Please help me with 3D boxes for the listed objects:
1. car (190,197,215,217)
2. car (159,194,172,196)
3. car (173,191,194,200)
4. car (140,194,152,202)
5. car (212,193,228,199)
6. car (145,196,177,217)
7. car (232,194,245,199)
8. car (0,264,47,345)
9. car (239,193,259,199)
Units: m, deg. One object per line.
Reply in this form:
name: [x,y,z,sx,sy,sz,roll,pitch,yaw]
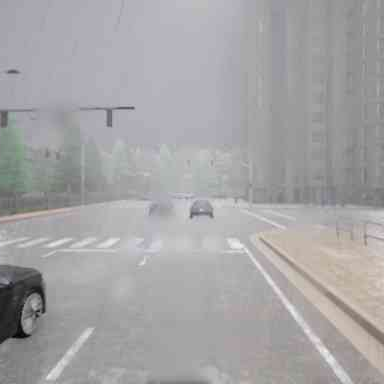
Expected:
car: [0.831,1.435,29.254,1.994,1.385,4.181,0,0,2]
car: [-5.424,1.134,62.204,1.837,1.490,4.892,0,0,3]
car: [-1.552,0.777,77.894,2.150,2.045,5.566,0,0,27]
car: [-8.787,1.171,64.310,1.994,1.385,4.181,0,0,3]
car: [6.981,1.044,83.612,1.837,1.490,4.892,0,0,45]
car: [-2.668,1.374,29.696,1.812,1.442,4.674,0,0,1]
car: [12.372,1.154,83.619,4.718,1.301,1.895,0,0,-36]
car: [-3.377,1.460,3.632,2.128,1.511,4.902,0,0,2]
car: [15.448,1.060,89.454,4.902,1.511,2.128,0,0,-22]
